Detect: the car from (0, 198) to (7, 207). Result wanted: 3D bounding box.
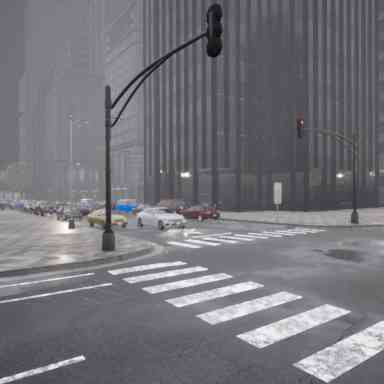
[{"bbox_3d":[-41.246,2.668,73.687,1.887,1.381,4.507,-1,0,-35],"label":"car"}]

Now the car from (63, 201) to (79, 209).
[{"bbox_3d":[-22.656,2.407,62.219,1.802,1.307,4.206,-1,0,-35],"label":"car"}]

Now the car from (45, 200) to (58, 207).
[{"bbox_3d":[-31.686,2.596,74.947,1.947,1.339,4.313,-1,0,-35],"label":"car"}]

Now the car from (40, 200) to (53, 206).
[{"bbox_3d":[-34.697,2.661,79.191,1.947,1.339,4.313,-1,0,-35],"label":"car"}]

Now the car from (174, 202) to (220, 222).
[{"bbox_3d":[0.597,1.828,29.446,1.887,1.381,4.507,-1,0,-35],"label":"car"}]

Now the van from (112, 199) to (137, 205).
[{"bbox_3d":[-8.224,1.833,41.903,1.690,1.788,3.998,-1,0,-35],"label":"van"}]

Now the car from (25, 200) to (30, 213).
[{"bbox_3d":[-20.499,2.196,44.444,1.887,1.381,4.507,-1,0,-35],"label":"car"}]

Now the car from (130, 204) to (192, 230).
[{"bbox_3d":[-2.281,1.790,23.399,1.812,1.442,4.674,0,-1,-37],"label":"car"}]

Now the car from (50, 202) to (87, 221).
[{"bbox_3d":[-12.018,2.004,32.490,2.008,1.369,4.403,-1,0,-35],"label":"car"}]

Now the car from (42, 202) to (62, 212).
[{"bbox_3d":[-21.171,2.233,50.159,1.812,1.442,4.674,0,-1,-35],"label":"car"}]

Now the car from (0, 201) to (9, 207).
[{"bbox_3d":[-44.356,2.772,78.073,1.802,1.307,4.206,-1,0,-35],"label":"car"}]

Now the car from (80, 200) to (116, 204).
[{"bbox_3d":[-10.083,1.940,34.386,2.128,1.511,4.902,0,-1,-35],"label":"car"}]

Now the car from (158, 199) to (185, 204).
[{"bbox_3d":[-2.347,1.668,33.598,2.192,1.841,5.009,-1,0,-35],"label":"car"}]

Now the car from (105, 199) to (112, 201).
[{"bbox_3d":[-11.163,1.875,46.055,2.192,1.841,5.009,-1,0,-35],"label":"car"}]

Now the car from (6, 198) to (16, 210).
[{"bbox_3d":[-31.913,2.354,60.529,1.967,1.590,4.097,-1,0,-35],"label":"car"}]

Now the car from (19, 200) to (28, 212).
[{"bbox_3d":[-23.328,2.157,48.429,1.967,1.590,4.097,-1,0,-35],"label":"car"}]

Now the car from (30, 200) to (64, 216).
[{"bbox_3d":[-17.677,1.901,40.460,2.192,1.841,5.009,-1,0,-35],"label":"car"}]

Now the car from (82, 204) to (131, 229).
[{"bbox_3d":[-6.266,1.843,24.382,1.752,1.417,4.829,-1,0,-35],"label":"car"}]

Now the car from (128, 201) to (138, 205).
[{"bbox_3d":[-5.279,2.004,37.750,1.802,1.307,4.206,-1,0,-35],"label":"car"}]

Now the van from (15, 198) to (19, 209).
[{"bbox_3d":[-26.158,2.123,52.414,1.690,1.788,3.998,-1,0,-35],"label":"van"}]
